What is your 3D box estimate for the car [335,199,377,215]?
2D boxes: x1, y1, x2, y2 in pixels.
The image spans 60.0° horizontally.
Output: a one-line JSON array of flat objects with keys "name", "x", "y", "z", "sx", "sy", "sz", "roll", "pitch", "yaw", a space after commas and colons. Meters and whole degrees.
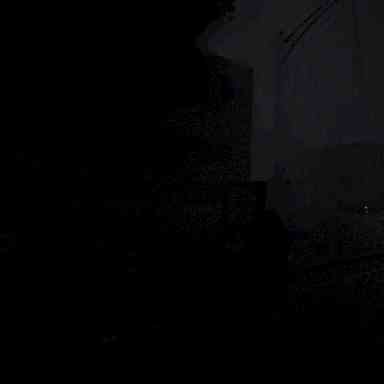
[{"name": "car", "x": 19.306, "y": 1.747, "z": 39.243, "sx": 2.097, "sy": 1.767, "sz": 4.553, "roll": 2, "pitch": -1, "yaw": -27}]
